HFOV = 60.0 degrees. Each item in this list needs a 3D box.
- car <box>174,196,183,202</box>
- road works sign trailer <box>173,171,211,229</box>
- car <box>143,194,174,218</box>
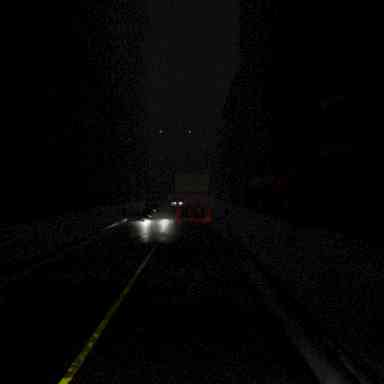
[{"bbox_3d":[-2.974,1.506,71.395,1.994,1.385,4.181,0,0,0],"label":"car"},{"bbox_3d":[0.008,0.442,21.477,2.380,3.560,2.880,0,0,0],"label":"road works sign trailer"},{"bbox_3d":[-3.087,1.194,30.287,2.150,2.045,5.566,0,0,0],"label":"car"}]
